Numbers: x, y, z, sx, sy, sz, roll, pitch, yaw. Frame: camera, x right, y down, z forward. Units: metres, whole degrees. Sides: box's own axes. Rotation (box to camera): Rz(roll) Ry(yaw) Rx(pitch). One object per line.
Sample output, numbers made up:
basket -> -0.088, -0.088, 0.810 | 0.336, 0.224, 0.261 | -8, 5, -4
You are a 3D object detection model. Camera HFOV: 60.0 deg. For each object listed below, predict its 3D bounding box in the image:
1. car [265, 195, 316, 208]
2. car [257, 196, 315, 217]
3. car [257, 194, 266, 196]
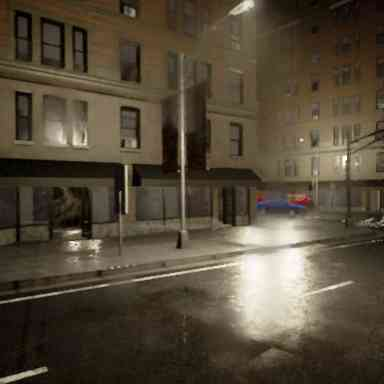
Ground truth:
car -> 11.166, 1.227, 36.860 | 2.192, 1.841, 5.009 | 0, 0, -44
car -> 8.490, 1.462, 31.320 | 1.882, 1.535, 5.008 | -1, 1, -44
car -> 7.336, 1.181, 40.818 | 2.192, 1.841, 5.009 | 0, 0, -44
